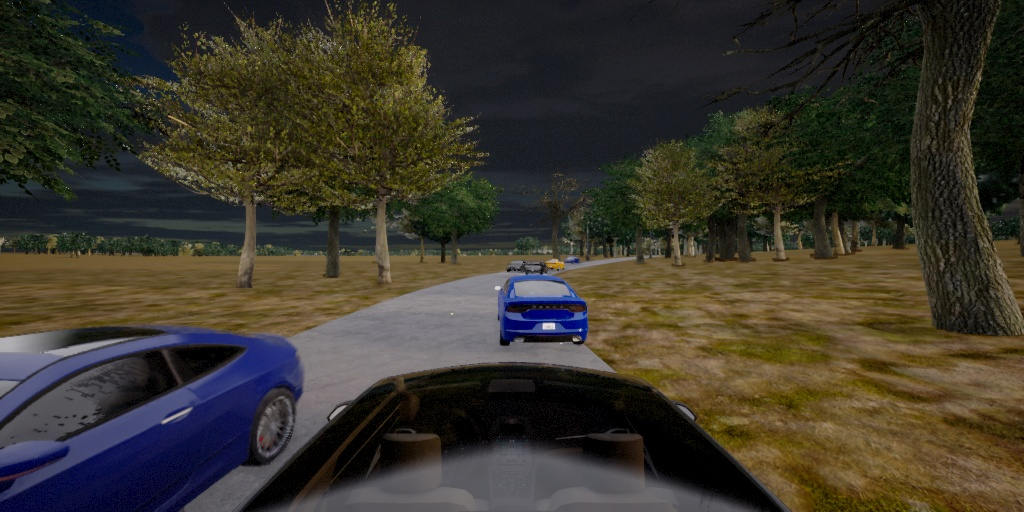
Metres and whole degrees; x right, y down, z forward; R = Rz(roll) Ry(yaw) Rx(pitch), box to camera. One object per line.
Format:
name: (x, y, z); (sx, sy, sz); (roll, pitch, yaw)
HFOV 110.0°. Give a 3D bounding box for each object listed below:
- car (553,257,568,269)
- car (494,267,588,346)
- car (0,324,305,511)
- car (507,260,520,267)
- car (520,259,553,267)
car: (5.775, 1.149, 48.374); (1.882, 1.535, 5.008); (0, 1, 21)
car: (0.577, 1.228, 9.513); (1.882, 1.535, 5.008); (0, 0, -3)
car: (-3.176, 1.275, 2.196); (1.812, 1.442, 4.674); (0, 0, -1)
car: (0.747, 1.236, 43.468); (1.837, 1.490, 4.892); (0, 0, 17)
car: (2.680, 1.234, 38.481); (2.128, 1.511, 4.902); (0, 0, 15)
